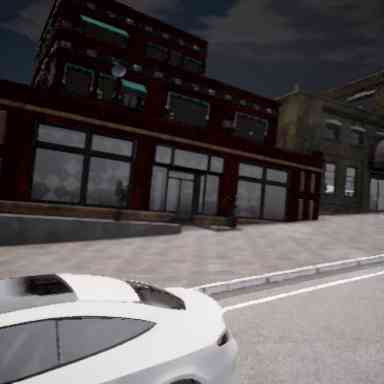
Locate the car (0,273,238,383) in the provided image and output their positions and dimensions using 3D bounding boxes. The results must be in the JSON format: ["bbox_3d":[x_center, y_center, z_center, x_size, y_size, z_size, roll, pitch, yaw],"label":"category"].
[{"bbox_3d":[-1.694,1.516,2.664,4.674,1.442,1.812,0,0,-35],"label":"car"}]
